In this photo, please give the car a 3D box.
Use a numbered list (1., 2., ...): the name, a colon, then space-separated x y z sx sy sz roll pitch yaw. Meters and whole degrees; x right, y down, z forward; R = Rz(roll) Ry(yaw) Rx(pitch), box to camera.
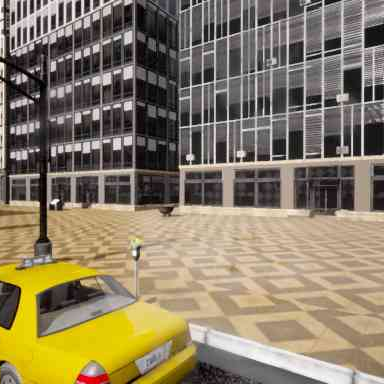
1. car: -2.228 1.525 4.479 4.829 1.417 1.752 0 0 36
